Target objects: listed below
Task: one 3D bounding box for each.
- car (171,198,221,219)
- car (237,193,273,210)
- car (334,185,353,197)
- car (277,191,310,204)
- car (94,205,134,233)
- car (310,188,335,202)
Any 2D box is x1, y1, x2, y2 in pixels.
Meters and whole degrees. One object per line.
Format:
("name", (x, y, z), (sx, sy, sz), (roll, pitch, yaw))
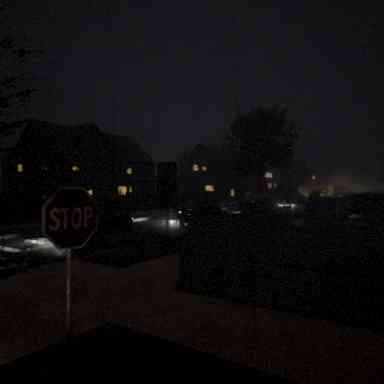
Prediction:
("car", (0.362, 1.115, 23.769), (1.994, 1.385, 4.181), (1, 2, 36))
("car", (6.063, 0.798, 31.783), (1.882, 1.535, 5.008), (1, 2, 35))
("car", (22.694, -0.006, 50.118), (2.150, 2.045, 5.566), (1, 2, 35))
("car", (12.148, 0.623, 40.298), (2.033, 1.411, 5.357), (1, 2, 36))
("car", (-4.875, 1.328, 16.402), (1.994, 1.385, 4.181), (1, 2, 35))
("car", (15.248, 0.576, 39.641), (1.837, 1.490, 4.892), (1, 2, 35))
